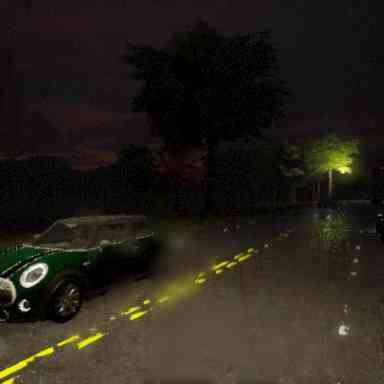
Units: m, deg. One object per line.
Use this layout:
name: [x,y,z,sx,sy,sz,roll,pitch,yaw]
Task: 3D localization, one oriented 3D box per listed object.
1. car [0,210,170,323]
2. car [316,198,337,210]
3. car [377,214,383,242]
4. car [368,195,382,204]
car: [-2.384,1.342,7.431,2.097,1.767,4.553,0,0,28]
car: [17.606,1.526,43.375,1.837,1.490,4.892,0,0,34]
car: [10.032,1.567,15.949,1.994,1.385,4.181,0,0,28]
car: [36.306,1.676,65.656,2.128,1.511,4.902,0,0,28]
